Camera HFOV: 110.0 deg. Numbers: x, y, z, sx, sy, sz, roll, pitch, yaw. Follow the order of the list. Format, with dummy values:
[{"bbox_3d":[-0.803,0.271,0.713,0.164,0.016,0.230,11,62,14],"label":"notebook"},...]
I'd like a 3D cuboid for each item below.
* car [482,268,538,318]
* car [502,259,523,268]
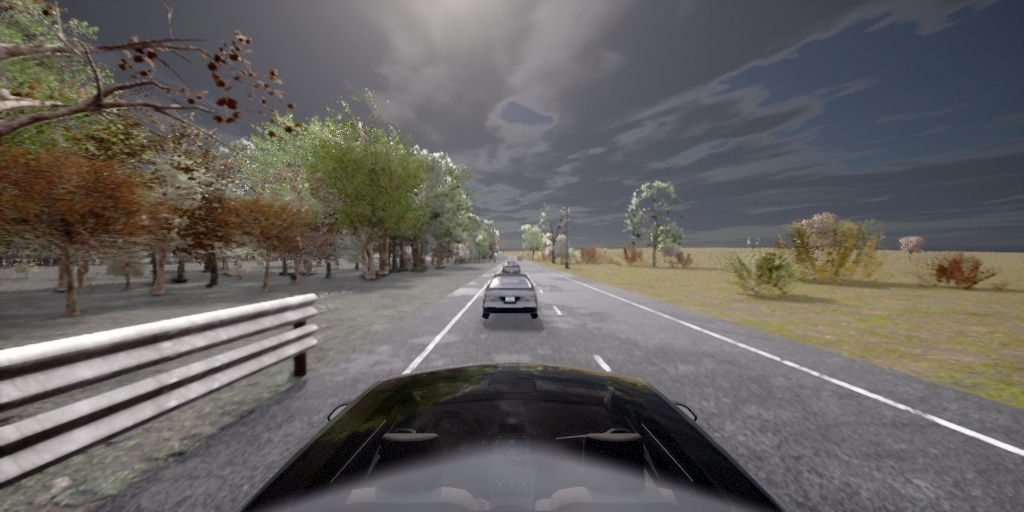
[{"bbox_3d":[-0.058,1.333,13.157,2.033,1.411,5.357,0,0,0],"label":"car"},{"bbox_3d":[-0.053,1.342,37.158,2.128,1.511,4.902,0,0,0],"label":"car"}]
